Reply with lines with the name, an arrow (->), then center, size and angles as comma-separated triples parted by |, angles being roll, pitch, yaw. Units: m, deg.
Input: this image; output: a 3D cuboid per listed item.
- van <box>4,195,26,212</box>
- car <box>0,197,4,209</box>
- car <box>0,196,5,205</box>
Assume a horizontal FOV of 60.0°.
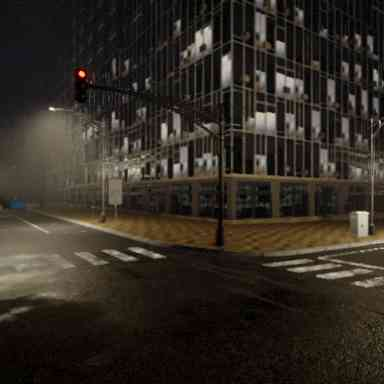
van -> -21.143, 1.422, 40.112 | 1.690, 1.788, 3.998 | 1, -1, -34
car -> -24.344, 1.666, 44.807 | 1.802, 1.307, 4.206 | 1, -1, -34
car -> -37.138, 1.533, 63.602 | 1.967, 1.590, 4.097 | 1, -1, -34
